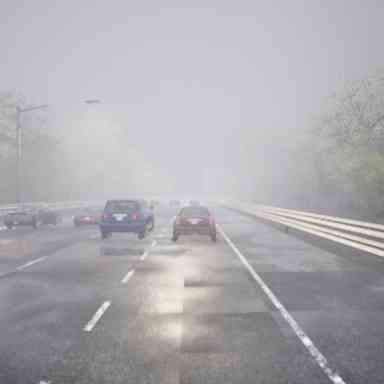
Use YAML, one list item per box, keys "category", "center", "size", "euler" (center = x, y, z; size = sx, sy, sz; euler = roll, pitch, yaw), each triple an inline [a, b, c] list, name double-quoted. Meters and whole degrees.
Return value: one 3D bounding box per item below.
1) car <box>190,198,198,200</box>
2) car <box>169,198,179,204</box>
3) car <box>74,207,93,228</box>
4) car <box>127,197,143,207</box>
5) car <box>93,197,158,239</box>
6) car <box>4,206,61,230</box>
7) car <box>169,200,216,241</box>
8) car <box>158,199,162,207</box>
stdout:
- category: "car"
  center: [0.393, 1.892, 61.227]
  size: [1.882, 1.535, 5.008]
  euler: [0, 0, 0]
- category: "car"
  center: [-3.107, 1.891, 61.054]
  size: [1.882, 1.535, 5.008]
  euler: [0, 0, 0]
- category: "car"
  center: [-6.856, 1.723, 23.788]
  size: [1.994, 1.385, 4.181]
  euler: [0, 0, 0]
- category: "car"
  center: [-10.124, 1.755, 59.406]
  size: [2.097, 1.767, 4.553]
  euler: [0, 0, 1]
- category: "car"
  center: [-3.376, 1.344, 18.220]
  size: [2.150, 2.045, 5.566]
  euler: [0, 0, 0]
- category: "car"
  center: [-10.364, 1.639, 22.020]
  size: [2.128, 1.511, 4.902]
  euler: [0, 0, 0]
- category: "car"
  center: [0.123, 1.469, 17.675]
  size: [2.097, 1.767, 4.553]
  euler: [0, 0, 0]
- category: "car"
  center: [-6.610, 1.889, 60.722]
  size: [1.882, 1.535, 5.008]
  euler: [0, 0, 0]
